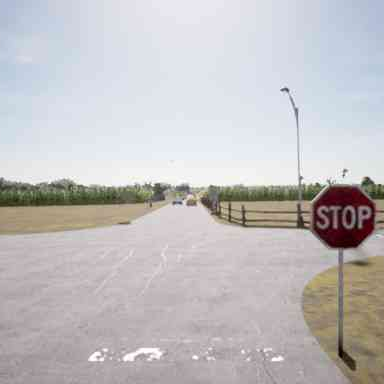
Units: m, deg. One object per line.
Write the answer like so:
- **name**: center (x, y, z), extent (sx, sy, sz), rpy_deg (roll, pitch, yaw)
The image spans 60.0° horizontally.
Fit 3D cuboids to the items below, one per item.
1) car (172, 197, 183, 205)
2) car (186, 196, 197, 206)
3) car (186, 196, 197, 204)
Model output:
- **car**: center (-2.823, 1.791, 65.392), extent (1.812, 1.442, 4.674), rpy_deg (0, 0, 0)
- **car**: center (-0.068, 1.710, 60.807), extent (1.882, 1.535, 5.008), rpy_deg (0, 0, 0)
- **car**: center (-0.079, 1.672, 71.230), extent (2.128, 1.511, 4.902), rpy_deg (0, -1, 0)
